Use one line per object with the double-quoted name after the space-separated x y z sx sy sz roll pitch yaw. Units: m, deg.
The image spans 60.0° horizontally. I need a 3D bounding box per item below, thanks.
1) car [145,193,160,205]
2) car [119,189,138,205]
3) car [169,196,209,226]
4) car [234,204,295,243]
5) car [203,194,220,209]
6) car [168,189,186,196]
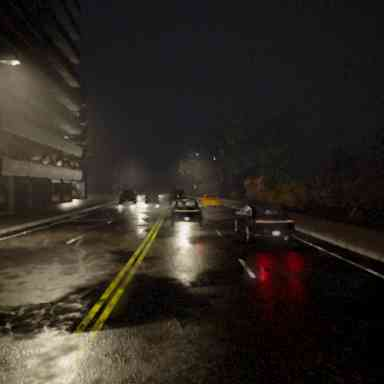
-5.492 0.893 46.159 1.882 1.535 5.008 0 1 -5 "car"
-8.746 0.664 46.079 2.150 2.045 5.566 0 1 -5 "car"
-0.385 1.226 20.744 2.128 1.511 4.902 0 1 -2 "car"
3.083 1.296 14.858 2.128 1.511 4.902 0 1 -2 "car"
1.919 0.996 36.774 1.882 1.535 5.008 0 1 -4 "car"
-2.040 0.637 45.198 2.150 2.045 5.566 0 1 -5 "car"
